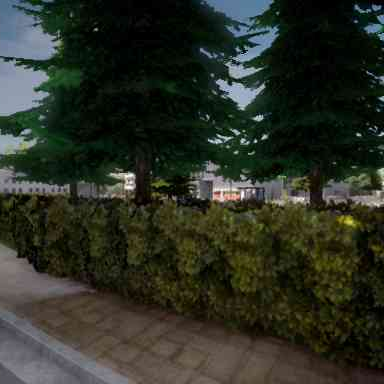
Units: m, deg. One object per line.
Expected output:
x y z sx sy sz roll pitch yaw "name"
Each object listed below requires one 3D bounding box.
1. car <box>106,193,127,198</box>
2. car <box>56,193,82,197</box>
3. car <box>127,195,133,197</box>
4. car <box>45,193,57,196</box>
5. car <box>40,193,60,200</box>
-20.362 1.151 92.766 5.027 1.636 2.152 0 0 -34 "car"
-24.588 1.317 66.613 3.633 1.501 1.845 0 0 -34 "car"
-13.202 1.074 82.163 3.866 1.878 1.905 0 0 -34 "car"
-30.145 1.296 74.918 4.514 1.523 2.007 0 0 -34 "car"
-36.525 1.095 85.640 4.605 1.855 1.932 0 0 -34 "car"
